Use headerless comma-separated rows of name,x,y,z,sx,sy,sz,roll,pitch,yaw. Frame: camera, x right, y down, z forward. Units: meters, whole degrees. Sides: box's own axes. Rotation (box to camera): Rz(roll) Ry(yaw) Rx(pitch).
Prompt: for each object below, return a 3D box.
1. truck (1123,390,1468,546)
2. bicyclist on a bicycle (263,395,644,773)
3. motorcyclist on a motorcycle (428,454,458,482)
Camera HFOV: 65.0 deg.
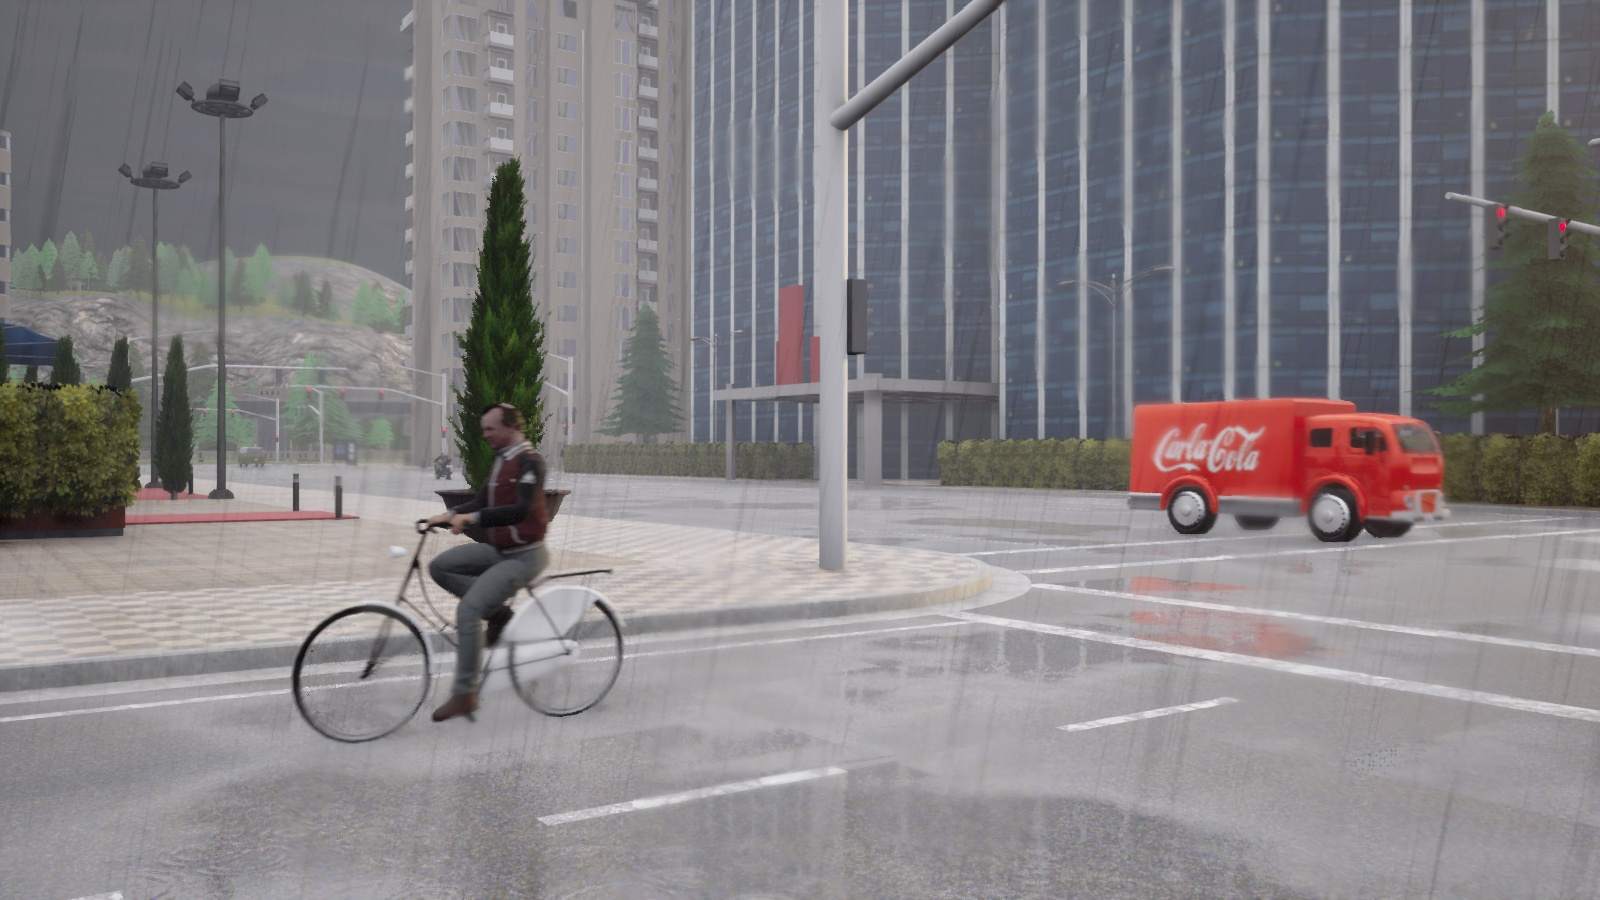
truck,8.834,0.295,22.798,2.627,2.467,5.204,0,0,-39
bicyclist on a bicycle,-1.810,0.636,6.711,1.843,1.776,0.659,0,0,-36
motorcyclist on a motorcycle,-19.588,0.990,68.870,0.866,1.530,2.191,0,0,-35
